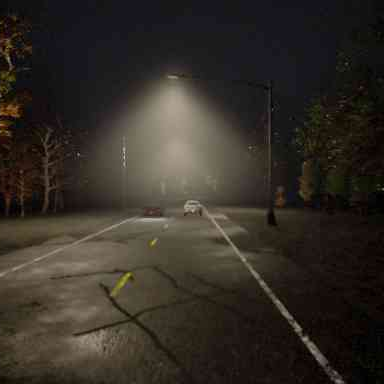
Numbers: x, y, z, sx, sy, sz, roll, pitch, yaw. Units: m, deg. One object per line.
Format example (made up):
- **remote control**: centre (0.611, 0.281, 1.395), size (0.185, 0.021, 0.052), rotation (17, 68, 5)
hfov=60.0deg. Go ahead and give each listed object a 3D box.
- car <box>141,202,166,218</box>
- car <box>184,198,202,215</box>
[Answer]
- **car**: centre (-3.582, 1.667, 31.427), size (1.994, 1.385, 4.181), rotation (0, 0, 0)
- **car**: centre (0.100, 1.639, 34.849), size (1.812, 1.442, 4.674), rotation (0, 0, 0)
